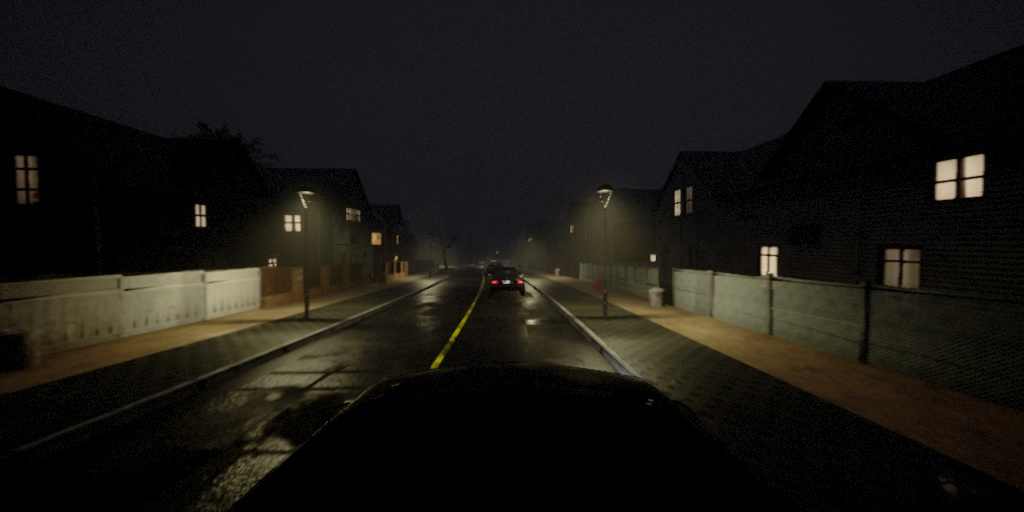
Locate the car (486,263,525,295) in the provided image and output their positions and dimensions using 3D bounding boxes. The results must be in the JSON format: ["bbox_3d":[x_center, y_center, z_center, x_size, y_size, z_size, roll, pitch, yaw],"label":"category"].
[{"bbox_3d":[-0.316,1.293,19.571,2.033,1.411,5.357,0,0,-3],"label":"car"}]
